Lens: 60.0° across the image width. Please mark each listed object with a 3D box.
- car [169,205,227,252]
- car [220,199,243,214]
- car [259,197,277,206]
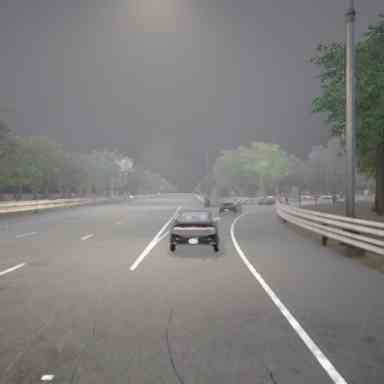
[{"bbox_3d":[0.196,1.495,13.955,2.128,1.511,4.902,0,0,4],"label":"car"},{"bbox_3d":[4.249,1.560,35.871,1.837,1.490,4.892,-1,-1,18],"label":"car"},{"bbox_3d":[12.363,1.493,53.657,2.128,1.511,4.902,0,0,31],"label":"car"}]
